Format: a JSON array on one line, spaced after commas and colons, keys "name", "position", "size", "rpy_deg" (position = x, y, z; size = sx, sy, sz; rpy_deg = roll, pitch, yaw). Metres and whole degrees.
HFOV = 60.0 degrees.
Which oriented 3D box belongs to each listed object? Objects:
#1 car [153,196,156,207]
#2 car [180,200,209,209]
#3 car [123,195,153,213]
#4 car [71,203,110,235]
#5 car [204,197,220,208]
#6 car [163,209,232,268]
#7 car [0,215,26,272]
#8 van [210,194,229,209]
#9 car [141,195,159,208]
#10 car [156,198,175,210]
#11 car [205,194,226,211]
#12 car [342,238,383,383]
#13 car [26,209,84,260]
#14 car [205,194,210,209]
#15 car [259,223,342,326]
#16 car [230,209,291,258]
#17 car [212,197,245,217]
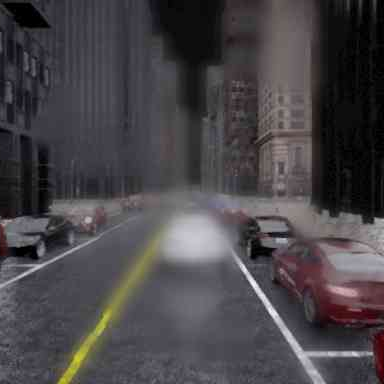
[{"name": "car", "position": [-5.783, 1.389, 40.145], "size": [1.752, 1.417, 4.829], "rpy_deg": [0, 0, 0]}, {"name": "car", "position": [0.052, 1.514, 25.258], "size": [1.895, 1.301, 4.718], "rpy_deg": [0, 0, 0]}, {"name": "car", "position": [-5.782, 1.196, 34.712], "size": [2.192, 1.841, 5.009], "rpy_deg": [0, 0, 0]}, {"name": "car", "position": [-5.774, 1.378, 17.906], "size": [1.967, 1.590, 4.097], "rpy_deg": [0, 0, 0]}, {"name": "car", "position": [2.739, 1.395, 45.922], "size": [2.008, 1.369, 4.403], "rpy_deg": [0, 0, 0]}, {"name": "car", "position": [0.062, 1.488, 11.063], "size": [1.812, 1.442, 4.674], "rpy_deg": [0, 0, 0]}, {"name": "car", "position": [-5.770, 1.291, 6.702], "size": [2.192, 1.841, 5.009], "rpy_deg": [0, 0, 0]}, {"name": "van", "position": [2.746, 1.242, 29.116], "size": [1.690, 1.788, 3.998], "rpy_deg": [0, 0, 0]}, {"name": "car", "position": [-5.786, 1.284, 45.917], "size": [1.967, 1.590, 4.097], "rpy_deg": [0, 0, 0]}, {"name": "car", "position": [-3.093, 1.426, 40.458], "size": [1.994, 1.385, 4.181], "rpy_deg": [0, 0, 0]}, {"name": "car", "position": [2.741, 1.178, 40.319], "size": [2.192, 1.841, 5.009], "rpy_deg": [0, 0, 0]}, {"name": "car", "position": [2.758, 1.311, 1.107], "size": [2.192, 1.841, 5.009], "rpy_deg": [0, 0, 0]}, {"name": "car", "position": [-5.771, 1.523, 12.304], "size": [1.947, 1.339, 4.313], "rpy_deg": [0, 0, 0]}, {"name": "car", "position": [2.744, 1.322, 34.717], "size": [1.967, 1.590, 4.097], "rpy_deg": [0, 0, 0]}, {"name": "car", "position": [2.757, 1.559, 6.710], "size": [1.802, 1.307, 4.206], "rpy_deg": [0, 0, 0]}, {"name": "car", "position": [2.754, 1.523, 12.311], "size": [1.947, 1.339, 4.313], "rpy_deg": [0, 0, 0]}, {"name": "car", "position": [2.749, 1.360, 23.514], "size": [1.967, 1.590, 4.097], "rpy_deg": [0, 0, 0]}]
